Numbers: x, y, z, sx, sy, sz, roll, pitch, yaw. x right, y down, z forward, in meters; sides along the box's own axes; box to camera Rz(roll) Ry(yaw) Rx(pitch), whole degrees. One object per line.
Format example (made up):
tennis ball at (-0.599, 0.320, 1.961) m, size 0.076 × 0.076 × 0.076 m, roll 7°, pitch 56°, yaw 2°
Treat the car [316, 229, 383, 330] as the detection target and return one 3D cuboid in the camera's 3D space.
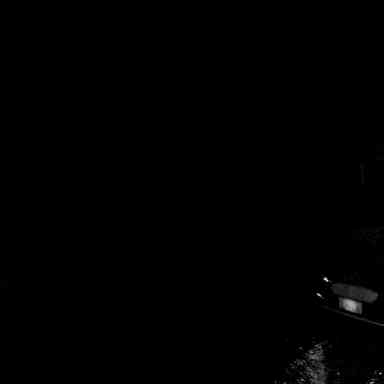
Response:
car at (4.423, 1.466, 6.520) m, size 4.902 × 1.511 × 2.128 m, roll 0°, pitch 0°, yaw -35°
